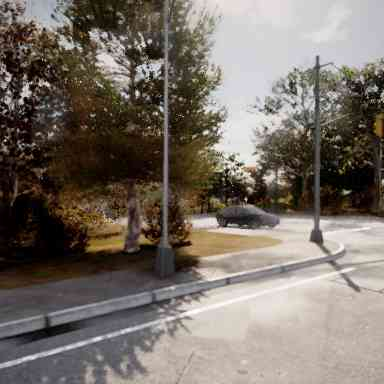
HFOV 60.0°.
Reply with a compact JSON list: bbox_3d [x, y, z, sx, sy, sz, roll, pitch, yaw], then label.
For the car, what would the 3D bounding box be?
[{"bbox_3d":[3.683,1.653,22.509,1.837,1.490,4.892,1,-2,-38],"label":"car"}]
